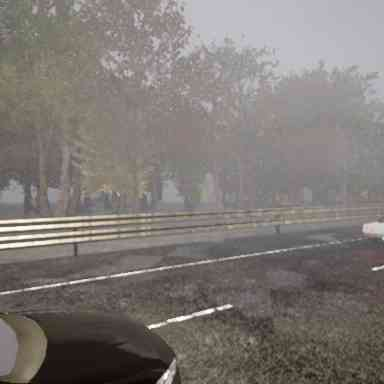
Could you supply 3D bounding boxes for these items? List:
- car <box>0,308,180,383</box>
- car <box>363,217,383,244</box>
[{"bbox_3d":[-2.318,1.496,2.030,4.902,1.511,2.128,0,0,-35],"label":"car"},{"bbox_3d":[9.404,1.511,14.023,4.718,1.301,1.895,0,0,-32],"label":"car"}]
